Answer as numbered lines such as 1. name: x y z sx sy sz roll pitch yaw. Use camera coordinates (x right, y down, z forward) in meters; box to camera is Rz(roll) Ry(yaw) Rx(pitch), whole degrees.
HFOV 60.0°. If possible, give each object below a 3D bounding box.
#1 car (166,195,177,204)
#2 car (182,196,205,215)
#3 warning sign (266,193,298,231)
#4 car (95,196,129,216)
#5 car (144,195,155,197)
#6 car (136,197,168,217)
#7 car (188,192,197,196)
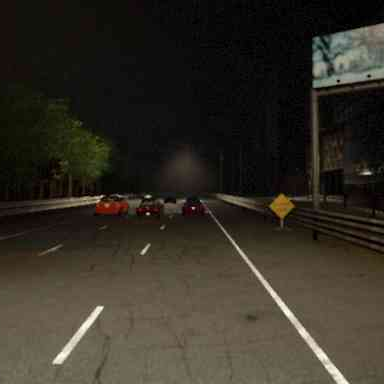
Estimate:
1. car: -3.400 1.122 52.539 1.812 1.442 4.674 0 0 0
2. car: 0.110 1.328 30.196 1.994 1.385 4.181 0 0 0
3. warning sign: 4.544 0.990 16.855 1.300 1.860 1.060 -1 0 0
4. car: -6.892 1.124 29.137 2.097 1.767 4.553 0 0 0
5. car: -6.898 1.152 53.564 1.994 1.385 4.181 0 0 0
6. car: -3.391 1.383 27.915 1.895 1.301 4.718 0 0 0
7. car: 0.103 1.082 53.275 2.128 1.511 4.902 0 0 0
